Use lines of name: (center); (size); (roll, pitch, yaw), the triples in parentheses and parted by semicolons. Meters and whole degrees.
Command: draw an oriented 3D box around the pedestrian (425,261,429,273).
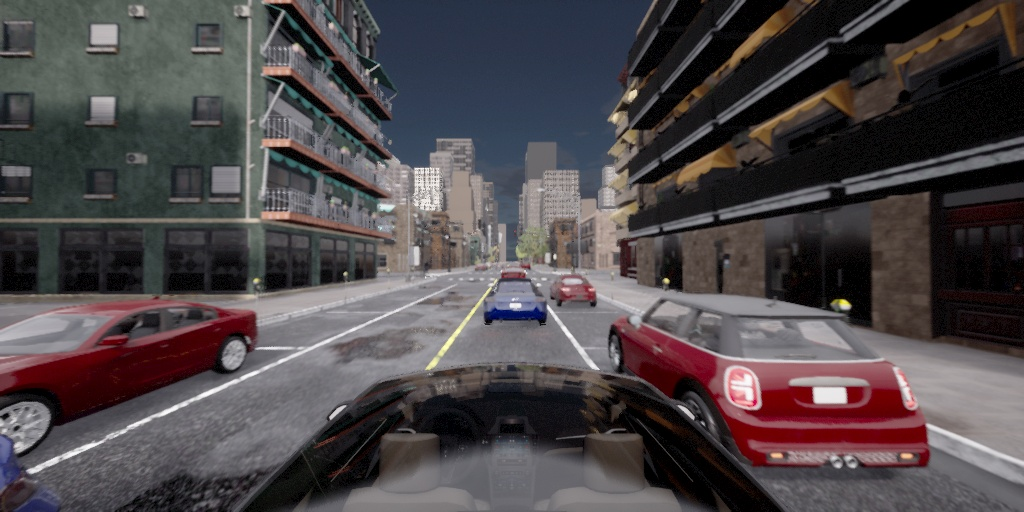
pedestrian: (-12.500, 1.625, 52.798); (0.375, 1.860, 0.375); (0, 0, 0)

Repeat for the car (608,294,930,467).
car: (2.691, 1.225, 4.969); (1.967, 1.591, 4.097); (0, 0, 0)

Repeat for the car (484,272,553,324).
car: (0.102, 1.433, 12.455); (1.994, 1.385, 4.181); (0, -1, 0)

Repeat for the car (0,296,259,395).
car: (-5.689, 1.331, 4.971); (1.888, 1.381, 4.507); (0, 0, 0)

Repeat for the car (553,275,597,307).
car: (2.694, 1.494, 16.298); (1.802, 1.307, 4.207); (0, 0, 0)

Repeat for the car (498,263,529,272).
car: (0.105, 1.522, 27.862); (1.882, 1.535, 5.008); (0, -1, 0)
